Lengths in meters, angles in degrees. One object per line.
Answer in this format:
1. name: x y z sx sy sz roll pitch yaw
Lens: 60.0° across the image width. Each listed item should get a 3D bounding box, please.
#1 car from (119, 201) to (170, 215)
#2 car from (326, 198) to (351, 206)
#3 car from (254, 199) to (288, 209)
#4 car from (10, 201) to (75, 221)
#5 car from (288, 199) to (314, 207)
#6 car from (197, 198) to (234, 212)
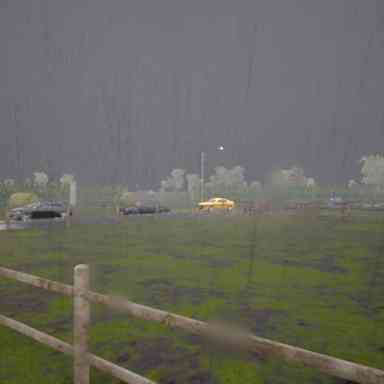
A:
1. car: -4.612 1.553 32.666 5.357 1.411 2.033 0 0 -43
2. car: 22.435 1.585 51.081 4.674 1.442 1.812 0 0 -36
3. car: 10.586 1.627 45.608 4.718 1.301 1.895 0 0 -38
4. car: -11.636 1.485 25.884 2.128 1.511 4.902 1 0 44
5. car: 14.518 1.648 45.059 4.718 1.301 1.895 0 0 -37
6. car: 2.810 1.494 39.220 5.008 1.535 1.882 0 0 -40
